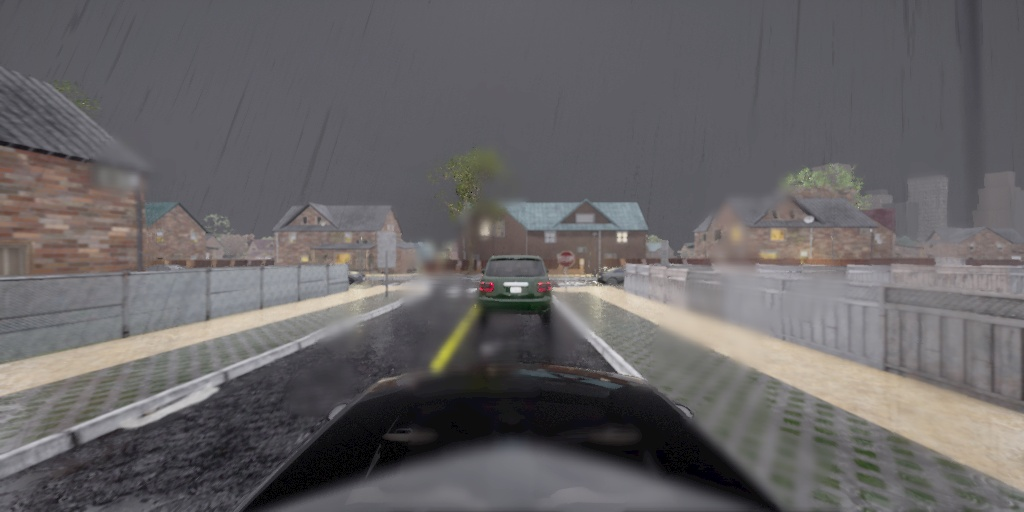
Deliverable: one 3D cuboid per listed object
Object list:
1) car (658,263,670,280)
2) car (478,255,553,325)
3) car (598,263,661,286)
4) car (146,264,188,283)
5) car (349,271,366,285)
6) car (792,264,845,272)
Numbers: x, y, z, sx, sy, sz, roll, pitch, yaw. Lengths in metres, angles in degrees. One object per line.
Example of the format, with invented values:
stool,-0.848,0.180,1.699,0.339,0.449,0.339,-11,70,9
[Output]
car,11.506,1.305,28.317,4.902,1.511,2.128,0,1,2
car,0.105,1.010,12.149,2.150,2.045,5.566,0,0,0
car,8.277,1.437,25.547,4.181,1.385,1.994,0,1,-1
car,-25.286,1.352,26.609,5.008,1.535,1.882,0,1,2
car,-13.106,1.404,26.195,4.674,1.442,1.812,0,1,2
car,22.981,1.358,27.938,5.357,1.411,2.033,0,1,2
